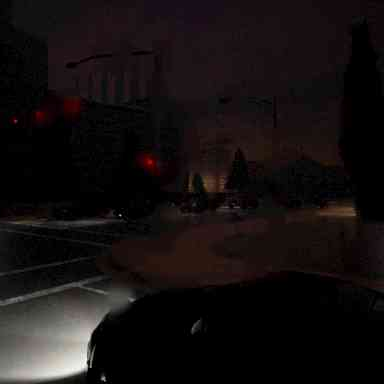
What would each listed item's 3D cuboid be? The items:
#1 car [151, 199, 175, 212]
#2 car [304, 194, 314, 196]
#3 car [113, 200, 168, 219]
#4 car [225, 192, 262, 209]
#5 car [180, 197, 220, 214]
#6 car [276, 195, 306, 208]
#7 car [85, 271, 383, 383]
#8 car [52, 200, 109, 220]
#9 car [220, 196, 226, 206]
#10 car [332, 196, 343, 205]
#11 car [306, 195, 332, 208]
[{"bbox_3d":[-3.883,1.507,36.022,1.837,1.490,4.892,0,0,36],"label":"car"},{"bbox_3d":[21.367,1.506,58.558,1.837,1.490,4.892,0,0,36],"label":"car"},{"bbox_3d":[-4.599,1.603,29.078,1.895,1.301,4.718,0,0,36],"label":"car"},{"bbox_3d":[7.017,1.224,45.069,2.150,2.045,5.566,0,0,36],"label":"car"},{"bbox_3d":[0.718,1.354,36.409,2.097,1.767,4.553,0,0,36],"label":"car"},{"bbox_3d":[14.650,1.549,49.302,2.033,1.411,5.357,0,0,36],"label":"car"},{"bbox_3d":[0.835,1.564,3.404,4.181,1.385,1.994,0,0,35],"label":"car"},{"bbox_3d":[-9.401,1.480,28.435,1.882,1.535,5.008,0,0,36],"label":"car"},{"bbox_3d":[1.855,1.550,43.925,2.033,1.411,5.357,0,0,36],"label":"car"},{"bbox_3d":[24.489,1.493,56.900,2.128,1.511,4.902,0,0,36],"label":"car"},{"bbox_3d":[18.612,1.565,48.816,1.994,1.385,4.181,0,0,37],"label":"car"}]
